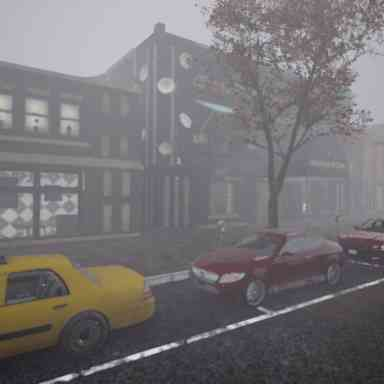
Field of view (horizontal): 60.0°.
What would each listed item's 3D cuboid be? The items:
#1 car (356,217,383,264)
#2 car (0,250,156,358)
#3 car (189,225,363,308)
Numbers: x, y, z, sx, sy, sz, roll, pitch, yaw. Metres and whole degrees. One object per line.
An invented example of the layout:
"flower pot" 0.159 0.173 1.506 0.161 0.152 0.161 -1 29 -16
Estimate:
"car" 6.560 1.493 10.990 4.507 1.381 1.887 0 1 -35
"car" -2.876 1.525 4.491 4.829 1.417 1.752 0 1 -35
"car" 1.912 1.555 7.790 4.206 1.307 1.802 0 1 -35
